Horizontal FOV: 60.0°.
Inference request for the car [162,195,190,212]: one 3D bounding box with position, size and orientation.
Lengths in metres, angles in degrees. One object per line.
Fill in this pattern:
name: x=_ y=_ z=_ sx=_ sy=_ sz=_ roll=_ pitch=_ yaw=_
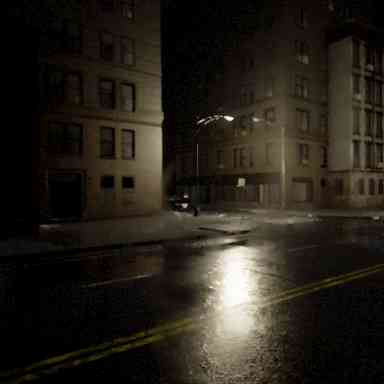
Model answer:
car: x=-2.117 y=1.073 z=32.505 sx=2.128 sy=1.511 sz=4.902 roll=-1 pitch=1 yaw=-37
